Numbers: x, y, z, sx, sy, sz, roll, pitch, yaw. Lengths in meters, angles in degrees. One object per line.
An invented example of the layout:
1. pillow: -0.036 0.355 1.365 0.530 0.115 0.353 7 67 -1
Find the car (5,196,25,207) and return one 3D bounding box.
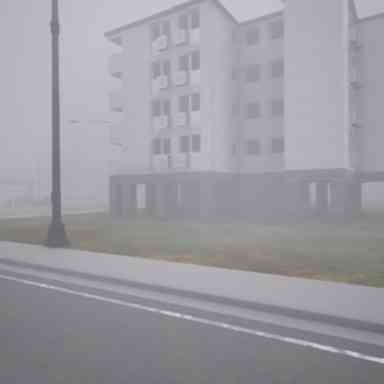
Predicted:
1. car: -26.106 1.403 50.705 2.097 1.767 4.553 0 0 19

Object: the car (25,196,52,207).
1. car: -22.408 1.500 50.656 1.882 1.535 5.008 0 0 17
